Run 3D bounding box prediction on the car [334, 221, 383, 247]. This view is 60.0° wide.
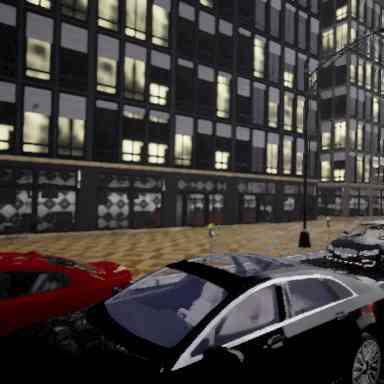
[{"bbox_3d":[6.254,1.669,11.004,4.403,1.369,2.008,1,0,-35],"label":"car"}]

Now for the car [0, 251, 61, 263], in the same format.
[{"bbox_3d":[-2.958,1.546,4.436,4.507,1.381,1.887,1,0,-35],"label":"car"}]

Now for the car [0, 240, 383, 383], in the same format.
[{"bbox_3d":[0.264,1.514,3.568,4.902,1.511,2.128,1,0,-35],"label":"car"}]
